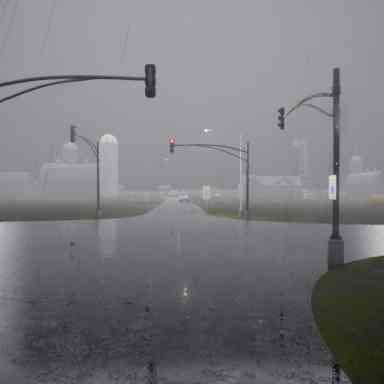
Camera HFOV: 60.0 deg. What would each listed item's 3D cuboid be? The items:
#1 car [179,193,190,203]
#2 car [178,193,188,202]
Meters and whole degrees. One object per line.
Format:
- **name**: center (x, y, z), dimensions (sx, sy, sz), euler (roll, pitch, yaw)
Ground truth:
- **car**: center (-1.513, 1.553, 69.886), dimensions (1.812, 1.442, 4.674), euler (0, 0, -3)
- **car**: center (-2.097, 1.189, 79.920), dimensions (2.150, 2.045, 5.566), euler (0, 0, -4)
